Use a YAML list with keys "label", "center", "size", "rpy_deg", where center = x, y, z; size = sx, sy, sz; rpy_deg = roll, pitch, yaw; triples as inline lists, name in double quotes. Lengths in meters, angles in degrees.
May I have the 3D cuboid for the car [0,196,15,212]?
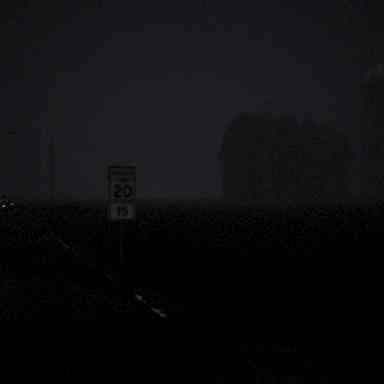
- label: "car"
  center: [-20.429, 1.431, 36.164]
  size: [1.994, 1.385, 4.181]
  rpy_deg: [0, 0, -31]
